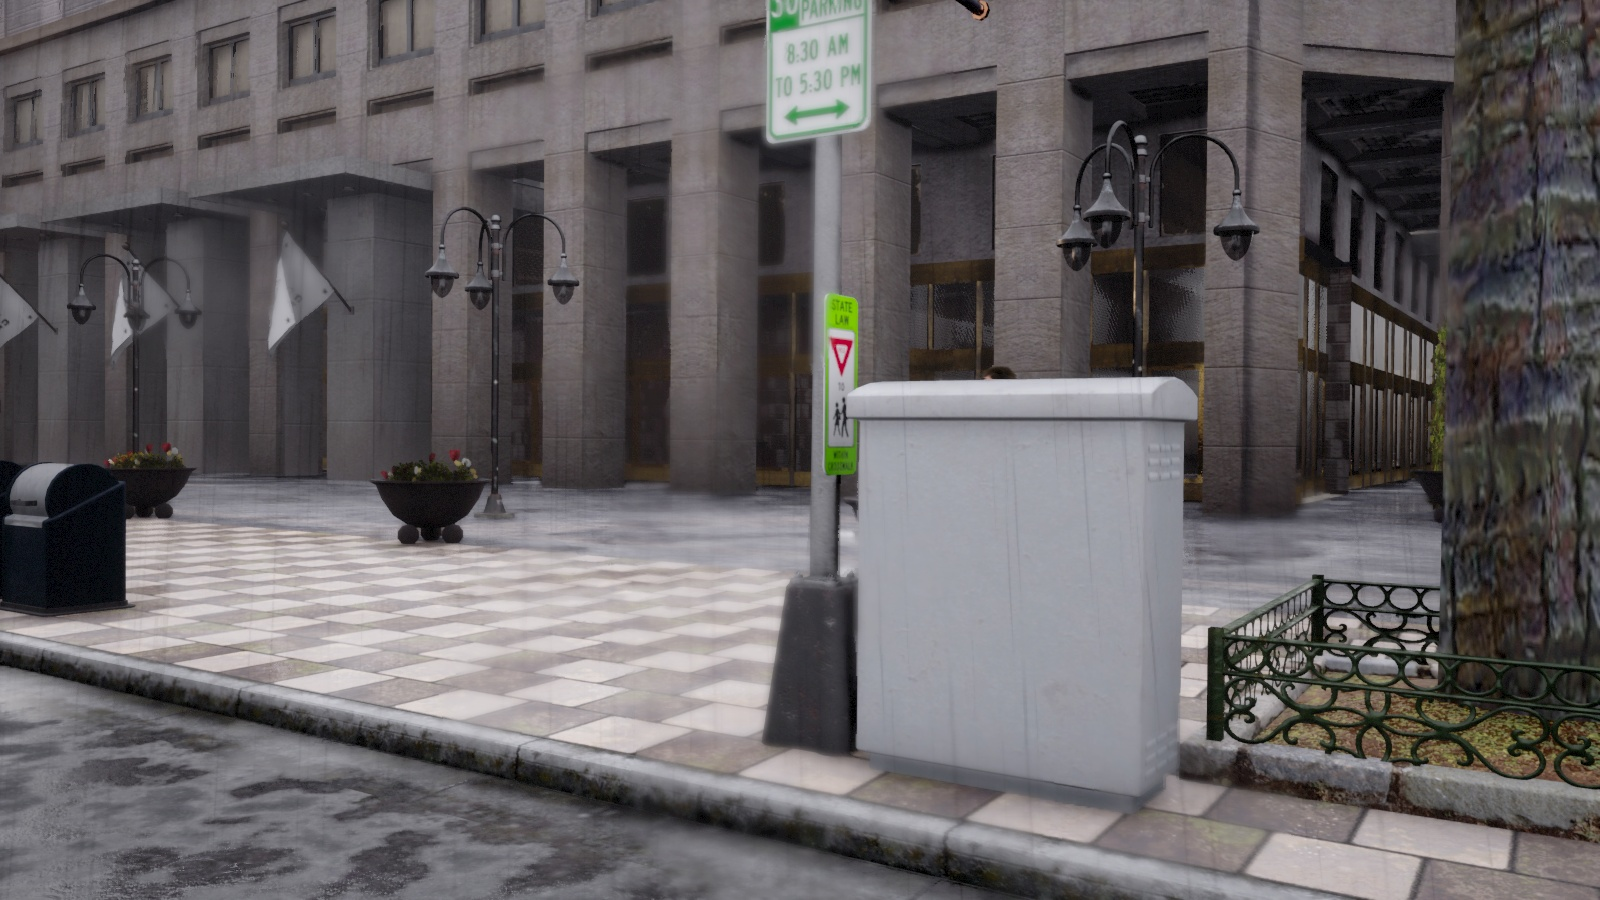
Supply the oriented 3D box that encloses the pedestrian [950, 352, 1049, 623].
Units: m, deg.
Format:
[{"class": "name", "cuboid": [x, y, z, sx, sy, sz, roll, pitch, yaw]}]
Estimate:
[{"class": "pedestrian", "cuboid": [1.400, 0.255, 8.791, 0.594, 1.836, 0.345, 0, 1, 28]}]
